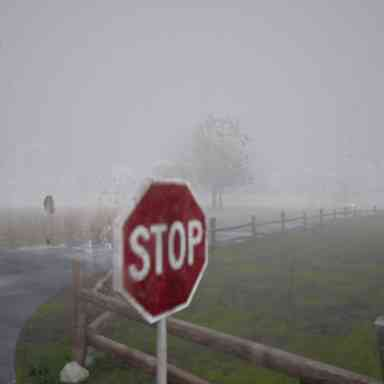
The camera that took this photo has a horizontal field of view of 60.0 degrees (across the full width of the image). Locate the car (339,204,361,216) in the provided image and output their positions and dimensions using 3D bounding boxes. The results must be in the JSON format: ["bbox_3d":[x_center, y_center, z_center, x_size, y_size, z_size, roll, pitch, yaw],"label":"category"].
[{"bbox_3d":[20.873,2.264,43.958,1.882,1.535,5.008,-1,-1,38],"label":"car"}]
